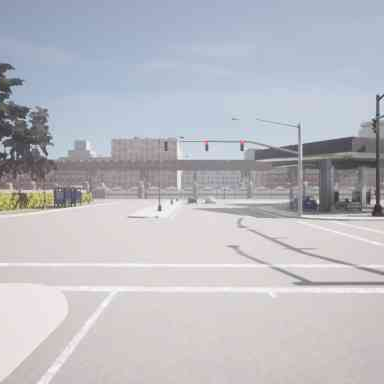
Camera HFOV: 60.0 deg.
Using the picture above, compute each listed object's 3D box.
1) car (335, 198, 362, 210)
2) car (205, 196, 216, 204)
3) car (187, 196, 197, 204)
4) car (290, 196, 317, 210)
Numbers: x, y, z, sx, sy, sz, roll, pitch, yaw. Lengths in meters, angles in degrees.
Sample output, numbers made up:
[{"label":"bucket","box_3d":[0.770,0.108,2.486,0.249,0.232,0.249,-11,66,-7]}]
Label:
[{"label":"car","box_3d":[18.994,1.456,40.524,1.970,1.475,3.806,0,0,0]},{"label":"car","box_3d":[3.561,1.526,64.451,1.812,1.442,4.674,0,0,0]},{"label":"car","box_3d":[0.061,1.547,64.454,2.033,1.411,5.357,0,0,0]},{"label":"car","box_3d":[13.248,1.295,39.767,2.242,1.667,4.611,0,0,0]}]
